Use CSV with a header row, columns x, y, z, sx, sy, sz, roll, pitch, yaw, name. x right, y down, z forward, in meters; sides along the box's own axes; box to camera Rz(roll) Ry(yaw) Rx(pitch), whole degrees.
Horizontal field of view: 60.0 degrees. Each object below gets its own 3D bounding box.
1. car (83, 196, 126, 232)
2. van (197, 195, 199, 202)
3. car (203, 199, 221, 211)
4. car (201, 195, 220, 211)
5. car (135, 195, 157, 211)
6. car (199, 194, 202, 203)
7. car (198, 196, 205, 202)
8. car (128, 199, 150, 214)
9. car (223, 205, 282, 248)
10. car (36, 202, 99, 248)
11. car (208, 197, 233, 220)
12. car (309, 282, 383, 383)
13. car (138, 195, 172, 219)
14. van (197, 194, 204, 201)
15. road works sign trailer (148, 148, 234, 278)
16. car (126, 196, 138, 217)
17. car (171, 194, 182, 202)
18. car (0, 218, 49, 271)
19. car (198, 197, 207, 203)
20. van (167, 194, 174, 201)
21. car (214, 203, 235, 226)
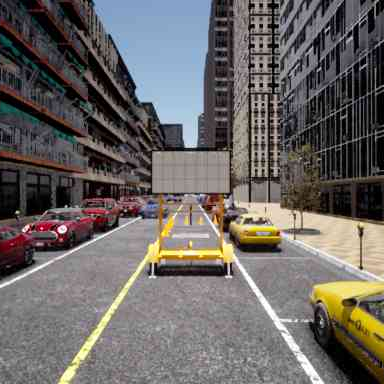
x,y,z,sx,sy,sz,roll,pitch,yaw,name
-5.766,1.329,20.209,2.192,1.841,5.009,0,0,0,car
2.400,1.479,71.213,1.690,1.788,3.998,0,0,0,van
2.518,1.599,42.897,2.008,1.369,4.403,0,0,0,car
2.543,1.352,37.234,2.192,1.841,5.009,0,0,0,car
-5.861,1.364,42.863,2.192,1.841,5.009,0,0,0,car
2.495,1.378,48.559,2.192,1.841,5.009,0,0,0,car
2.352,1.764,82.538,1.802,1.307,4.206,0,0,0,car
-5.838,1.562,37.029,1.752,1.417,4.829,0,0,0,car
2.635,1.533,14.750,1.752,1.417,4.829,0,0,0,car
-5.744,1.448,14.545,1.967,1.590,4.097,0,0,0,car
2.589,1.460,25.907,1.967,1.590,4.097,0,0,0,car
2.683,1.526,3.425,1.752,1.417,4.829,0,0,0,car
-3.223,1.377,29.591,2.097,1.767,4.553,0,0,0,car
2.329,1.547,88.202,1.690,1.788,3.998,0,0,0,van
-0.034,0.468,10.102,2.380,3.560,2.880,0,0,0,road works sign trailer
-5.813,1.342,31.535,2.192,1.841,5.009,0,0,0,car
-3.322,1.729,78.109,1.994,1.385,4.181,0,0,0,car
-5.721,1.585,8.882,1.802,1.307,4.206,0,0,0,car
2.376,1.742,76.876,1.802,1.307,4.206,0,0,0,car
-6.075,1.575,93.832,1.690,1.788,3.998,0,0,0,van
2.612,1.580,20.244,1.947,1.339,4.313,0,0,0,car
